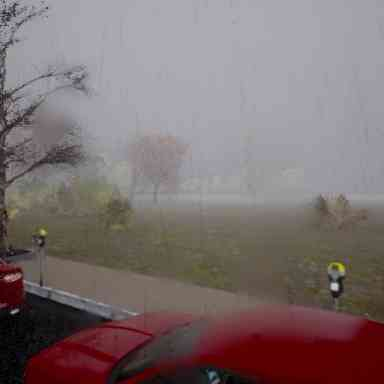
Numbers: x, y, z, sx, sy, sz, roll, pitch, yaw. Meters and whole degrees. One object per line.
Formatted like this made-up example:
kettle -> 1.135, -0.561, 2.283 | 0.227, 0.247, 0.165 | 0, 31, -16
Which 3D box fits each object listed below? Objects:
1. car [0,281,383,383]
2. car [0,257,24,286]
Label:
car -> 0.561, 1.547, 2.309 | 4.507, 1.381, 1.887 | 0, 1, 36
car -> -4.933, 1.567, 6.247 | 4.507, 1.381, 1.887 | 0, 1, 36
